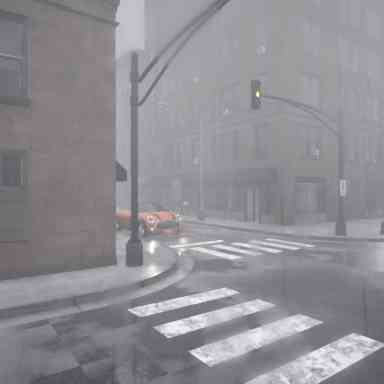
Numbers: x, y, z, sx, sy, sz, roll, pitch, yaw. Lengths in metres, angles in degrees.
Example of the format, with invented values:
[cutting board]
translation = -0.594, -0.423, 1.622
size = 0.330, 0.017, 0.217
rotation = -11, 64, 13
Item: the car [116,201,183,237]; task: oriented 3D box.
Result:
[car]
translation = -2.372, 1.263, 17.511
size = 2.097, 1.767, 4.553
rotation = 0, 0, -35
